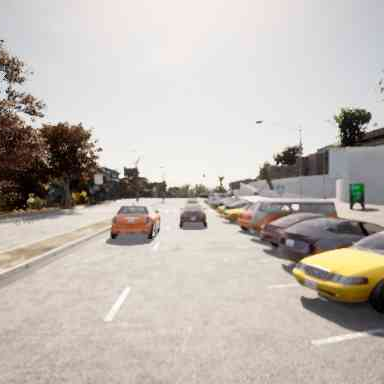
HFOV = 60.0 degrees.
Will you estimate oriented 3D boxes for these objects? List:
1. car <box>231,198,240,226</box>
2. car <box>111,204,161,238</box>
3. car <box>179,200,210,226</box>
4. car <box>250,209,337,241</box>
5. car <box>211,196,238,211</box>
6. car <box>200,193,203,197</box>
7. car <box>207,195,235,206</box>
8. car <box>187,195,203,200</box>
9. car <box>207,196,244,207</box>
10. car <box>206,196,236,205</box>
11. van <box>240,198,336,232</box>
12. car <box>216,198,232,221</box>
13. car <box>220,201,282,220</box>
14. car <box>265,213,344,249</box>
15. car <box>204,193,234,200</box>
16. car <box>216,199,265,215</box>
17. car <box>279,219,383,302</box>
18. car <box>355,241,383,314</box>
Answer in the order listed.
[{"bbox_3d":[5.018,1.418,19.560,4.553,1.767,2.185,1,0,-20],"label":"car"},{"bbox_3d":[-2.923,1.407,18.116,2.097,1.767,4.553,0,0,0],"label":"car"},{"bbox_3d":[0.074,1.562,23.899,1.812,1.442,4.674,0,0,0],"label":"car"},{"bbox_3d":[5.048,1.589,13.600,4.674,1.452,2.002,1,0,-20],"label":"car"},{"bbox_3d":[4.857,1.491,31.436,5.366,1.575,1.946,1,0,-20],"label":"car"},{"bbox_3d":[4.816,1.499,64.239,5.366,1.575,1.946,1,0,-20],"label":"car"},{"bbox_3d":[5.025,1.473,43.425,4.892,1.521,2.231,1,0,-20],"label":"car"},{"bbox_3d":[0.043,1.506,41.623,1.812,1.442,4.674,0,0,0],"label":"car"},{"bbox_3d":[5.013,1.473,49.391,5.008,1.535,2.097,1,0,-20],"label":"car"},{"bbox_3d":[5.022,1.520,58.354,4.792,1.488,2.163,1,0,-20],"label":"car"},{"bbox_3d":[4.944,1.323,16.532,4.442,1.987,1.878,1,0,-20],"label":"van"},{"bbox_3d":[4.864,1.517,25.469,5.366,1.575,1.946,1,1,-20],"label":"car"},{"bbox_3d":[5.060,1.539,28.532,4.792,1.488,2.163,1,0,-20],"label":"car"},{"bbox_3d":[5.083,1.577,10.628,4.792,1.488,2.163,1,0,-20],"label":"car"},{"bbox_3d":[5.040,1.220,46.427,5.566,2.045,2.435,1,0,-20],"label":"car"},{"bbox_3d":[5.022,1.527,34.485,4.674,1.452,2.002,1,0,-20],"label":"car"},{"bbox_3d":[4.888,1.530,7.558,5.366,1.575,1.946,1,0,-20],"label":"car"},{"bbox_3d":[5.037,1.551,4.631,4.792,1.488,2.163,1,0,-20],"label":"car"}]
